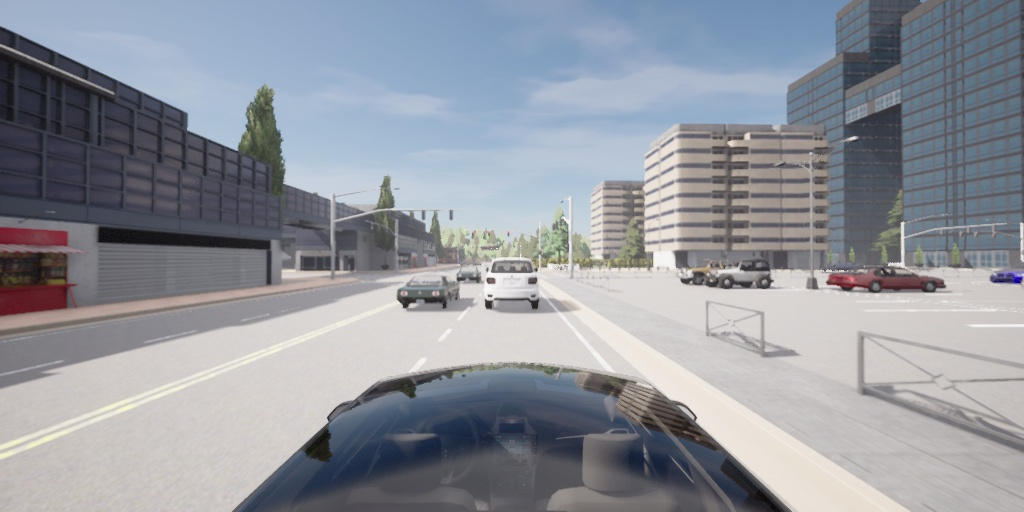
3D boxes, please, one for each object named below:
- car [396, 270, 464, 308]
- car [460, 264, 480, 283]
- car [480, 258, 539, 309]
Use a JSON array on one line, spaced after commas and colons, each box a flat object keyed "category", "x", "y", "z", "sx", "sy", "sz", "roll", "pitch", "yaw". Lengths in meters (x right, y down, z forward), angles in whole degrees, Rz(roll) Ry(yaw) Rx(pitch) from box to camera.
[{"category": "car", "x": -3.506, "y": 1.483, "z": 15.954, "sx": 1.895, "sy": 1.301, "sz": 4.718, "roll": 0, "pitch": 0, "yaw": 0}, {"category": "car", "x": -3.653, "y": 1.624, "z": 30.993, "sx": 1.895, "sy": 1.301, "sz": 4.718, "roll": 0, "pitch": 0, "yaw": -2}, {"category": "car", "x": -0.007, "y": 1.098, "z": 15.855, "sx": 2.150, "sy": 2.045, "sz": 5.566, "roll": 0, "pitch": 0, "yaw": 0}]
